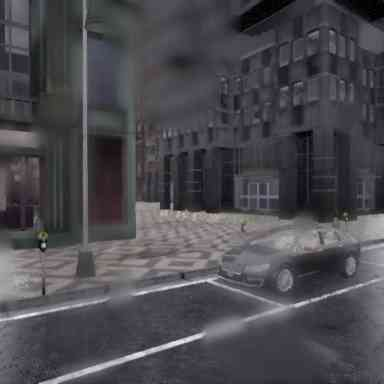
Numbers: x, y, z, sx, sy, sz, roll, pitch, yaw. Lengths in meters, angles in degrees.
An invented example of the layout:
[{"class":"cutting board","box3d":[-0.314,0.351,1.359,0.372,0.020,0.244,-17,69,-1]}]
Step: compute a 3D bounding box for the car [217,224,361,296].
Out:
[{"class":"car","box3d":[2.609,1.547,8.513,4.403,1.369,2.008,0,0,-35]}]
